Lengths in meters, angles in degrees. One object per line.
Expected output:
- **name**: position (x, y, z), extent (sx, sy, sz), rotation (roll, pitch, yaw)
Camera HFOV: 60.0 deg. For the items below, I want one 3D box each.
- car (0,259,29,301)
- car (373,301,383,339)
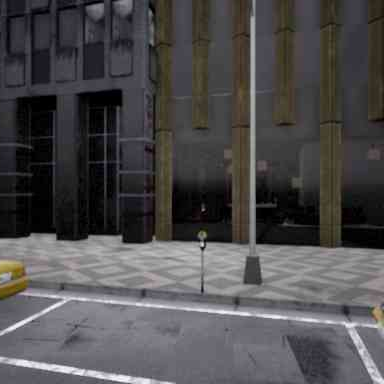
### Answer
- **car**: position (-5.668, 1.524, 6.573), extent (4.829, 1.417, 1.752), rotation (0, 0, 15)
- **car**: position (4.854, 1.525, 3.825), extent (4.829, 1.417, 1.752), rotation (0, 0, 15)
